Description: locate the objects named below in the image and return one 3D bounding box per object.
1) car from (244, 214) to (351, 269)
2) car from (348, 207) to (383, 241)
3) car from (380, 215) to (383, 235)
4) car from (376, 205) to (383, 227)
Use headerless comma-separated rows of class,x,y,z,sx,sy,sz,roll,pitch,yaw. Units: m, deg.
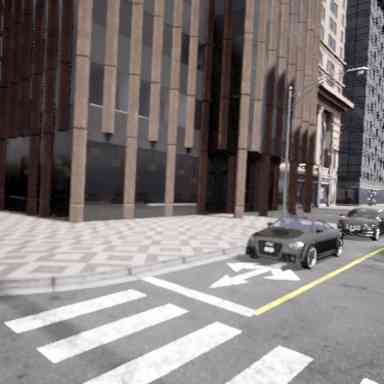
car,3.570,1.534,11.220,1.994,1.385,4.181,4,1,41
car,9.261,1.615,17.763,1.837,1.490,4.892,4,1,41
car,8.670,1.542,12.174,2.097,1.767,4.553,4,1,41
car,15.444,1.767,24.876,1.837,1.490,4.892,4,1,41
